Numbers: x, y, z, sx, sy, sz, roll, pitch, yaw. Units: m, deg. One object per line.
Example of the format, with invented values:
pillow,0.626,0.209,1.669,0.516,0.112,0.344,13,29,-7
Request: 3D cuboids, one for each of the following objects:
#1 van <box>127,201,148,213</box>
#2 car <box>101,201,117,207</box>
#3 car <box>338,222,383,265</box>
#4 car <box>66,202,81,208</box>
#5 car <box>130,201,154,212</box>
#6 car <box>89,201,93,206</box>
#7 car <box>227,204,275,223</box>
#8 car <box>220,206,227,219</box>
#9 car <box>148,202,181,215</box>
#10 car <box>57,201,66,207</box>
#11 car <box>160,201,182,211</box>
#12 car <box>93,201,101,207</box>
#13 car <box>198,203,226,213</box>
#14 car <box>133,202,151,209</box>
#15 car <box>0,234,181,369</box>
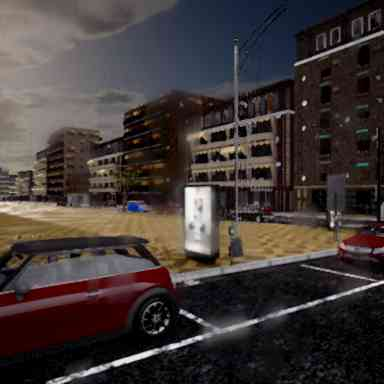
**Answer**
van,-8.496,2.268,51.079,1.690,1.788,3.998,-1,0,-36
car,-20.012,2.846,81.303,1.967,1.590,4.097,-1,0,-36
car,6.728,1.705,11.369,4.206,1.307,1.802,1,-1,-35
car,-26.797,2.935,76.386,2.008,1.369,4.403,-1,0,-36
car,-8.364,2.337,55.522,2.097,1.767,4.553,0,-1,-36
car,-26.545,3.115,90.321,1.887,1.381,4.507,-1,0,-36
car,5.776,2.122,31.212,2.008,1.369,4.403,-1,0,-36
car,2.508,2.203,35.722,2.008,1.369,4.403,-1,0,-36
car,-3.574,2.348,44.194,1.887,1.381,4.507,-1,0,-36
car,-33.332,3.092,85.406,1.887,1.381,4.507,-1,0,-36
car,-3.669,2.439,58.757,1.967,1.590,4.097,-1,0,-36
car,-23.277,3.054,85.811,1.947,1.339,4.313,-1,0,-36
car,2.928,2.419,49.781,1.802,1.307,4.206,-1,0,-36
car,-10.206,2.744,67.772,1.802,1.307,4.206,-1,0,-36
car,-2.271,1.450,4.950,4.097,1.590,1.967,1,-1,-36
